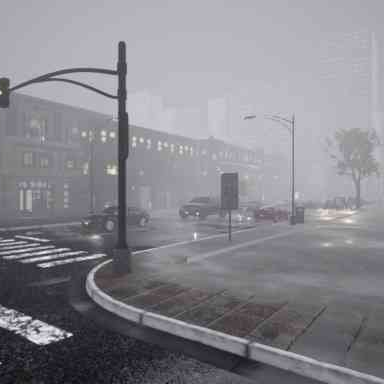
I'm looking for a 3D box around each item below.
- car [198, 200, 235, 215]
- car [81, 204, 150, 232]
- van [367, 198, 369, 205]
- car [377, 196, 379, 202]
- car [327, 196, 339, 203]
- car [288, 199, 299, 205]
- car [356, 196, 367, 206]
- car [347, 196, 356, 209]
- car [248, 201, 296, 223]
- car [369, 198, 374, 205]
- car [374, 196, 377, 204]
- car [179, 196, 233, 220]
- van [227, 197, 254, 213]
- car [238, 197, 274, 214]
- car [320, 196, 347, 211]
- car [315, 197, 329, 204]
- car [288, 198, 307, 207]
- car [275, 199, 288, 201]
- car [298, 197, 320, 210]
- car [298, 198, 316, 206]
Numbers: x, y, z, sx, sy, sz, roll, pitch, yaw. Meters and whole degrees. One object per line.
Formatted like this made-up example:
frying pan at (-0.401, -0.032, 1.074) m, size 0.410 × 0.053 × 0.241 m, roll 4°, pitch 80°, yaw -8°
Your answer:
car at (2.755, 1.674, 36.261) m, size 1.752 × 1.417 × 4.829 m, roll 0°, pitch 0°, yaw 35°
car at (-4.732, 1.578, 21.173) m, size 1.837 × 1.490 × 4.892 m, roll 0°, pitch 0°, yaw 34°
van at (31.985, 1.699, 63.194) m, size 1.690 × 1.788 × 3.998 m, roll 0°, pitch -1°, yaw 35°
car at (41.534, 2.037, 76.743) m, size 1.802 × 1.307 × 4.206 m, roll 0°, pitch -1°, yaw 35°
car at (34.683, 1.893, 81.571) m, size 1.967 × 1.590 × 4.097 m, roll 0°, pitch -1°, yaw 35°
car at (15.585, 1.815, 54.468) m, size 2.008 × 1.369 × 4.403 m, roll 0°, pitch -1°, yaw 35°
car at (28.802, 1.642, 58.678) m, size 2.192 × 1.841 × 5.009 m, roll 0°, pitch -1°, yaw 35°
car at (22.435, 1.581, 49.643) m, size 2.192 × 1.841 × 5.009 m, roll 0°, pitch -1°, yaw 35°
car at (6.564, 1.670, 27.027) m, size 1.887 × 1.381 × 4.507 m, roll 0°, pitch 0°, yaw 35°
car at (35.168, 1.971, 67.709) m, size 1.802 × 1.307 × 4.206 m, roll 0°, pitch -1°, yaw 35°
car at (38.449, 1.948, 72.366) m, size 1.752 × 1.417 × 4.829 m, roll 0°, pitch -1°, yaw 35°
car at (1.157, 1.340, 29.490) m, size 2.150 × 2.045 × 5.566 m, roll 0°, pitch 0°, yaw 35°
van at (6.035, 1.518, 40.918) m, size 1.690 × 1.788 × 3.998 m, roll 0°, pitch 0°, yaw 35°
car at (7.072, 1.660, 37.861) m, size 2.128 × 1.511 × 4.902 m, roll 0°, pitch 0°, yaw 35°
car at (19.252, 1.676, 45.125) m, size 1.967 × 1.590 × 4.097 m, roll 0°, pitch -1°, yaw 35°
car at (28.317, 1.828, 72.537) m, size 1.967 × 1.590 × 4.097 m, roll 0°, pitch -1°, yaw 35°
car at (18.768, 1.846, 58.985) m, size 2.008 × 1.369 × 4.403 m, roll 0°, pitch -1°, yaw 35°
car at (12.304, 1.759, 49.812) m, size 1.752 × 1.417 × 4.829 m, roll 0°, pitch -1°, yaw 35°
car at (17.001, 1.782, 46.418) m, size 2.033 × 1.411 × 5.357 m, roll 0°, pitch 0°, yaw 35°
car at (21.951, 1.876, 63.503) m, size 2.008 × 1.369 × 4.403 m, roll 0°, pitch -1°, yaw 35°
